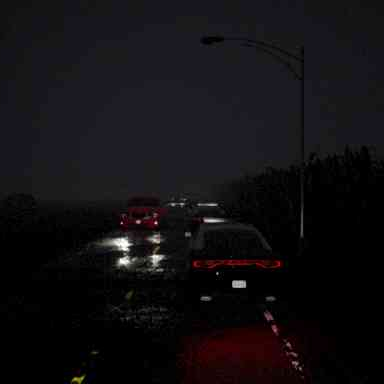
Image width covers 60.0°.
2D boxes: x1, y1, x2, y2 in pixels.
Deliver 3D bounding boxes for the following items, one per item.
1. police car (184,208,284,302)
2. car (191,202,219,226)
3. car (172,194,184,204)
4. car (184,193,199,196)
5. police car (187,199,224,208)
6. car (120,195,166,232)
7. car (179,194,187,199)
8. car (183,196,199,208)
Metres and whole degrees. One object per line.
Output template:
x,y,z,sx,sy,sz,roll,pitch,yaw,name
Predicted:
0.837,1.423,8.455,1.930,1.638,5.238,0,0,0,police car
0.862,1.508,24.344,1.812,1.442,4.674,0,0,0,car
-2.706,1.253,63.035,2.097,1.767,4.553,0,0,1,car
0.093,1.132,60.053,2.150,2.045,5.566,0,0,0,car
0.853,1.415,18.454,1.930,1.638,5.238,0,0,0,police car
-2.819,1.209,20.259,2.150,2.045,5.566,0,0,0,car
-2.600,1.334,95.085,1.994,1.385,4.181,0,0,0,car
0.116,1.548,46.088,1.895,1.301,4.718,0,0,1,car
